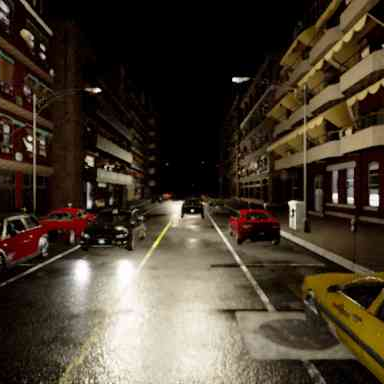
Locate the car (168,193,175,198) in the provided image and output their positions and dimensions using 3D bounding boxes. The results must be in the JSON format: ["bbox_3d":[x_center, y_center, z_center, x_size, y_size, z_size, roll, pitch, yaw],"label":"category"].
[{"bbox_3d":[-5.731,0.950,93.728,1.752,1.417,4.829,0,0,0],"label":"car"}]

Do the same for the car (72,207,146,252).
[{"bbox_3d":[-3.020,1.425,13.608,1.837,1.490,4.892,0,0,0],"label":"car"}]

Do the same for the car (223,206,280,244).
[{"bbox_3d":[2.685,1.454,14.993,1.887,1.381,4.507,0,0,0],"label":"car"}]

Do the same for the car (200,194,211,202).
[{"bbox_3d":[2.662,1.164,65.718,1.947,1.339,4.313,0,0,0],"label":"car"}]

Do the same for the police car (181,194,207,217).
[{"bbox_3d":[0.049,1.250,28.886,1.930,1.638,5.238,0,1,0],"label":"police car"}]

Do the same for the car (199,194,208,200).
[{"bbox_3d":[2.657,1.111,76.990,1.802,1.307,4.206,0,0,0],"label":"car"}]

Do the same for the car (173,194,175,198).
[{"bbox_3d":[-5.725,0.809,82.626,2.192,1.841,5.009,0,0,0],"label":"car"}]

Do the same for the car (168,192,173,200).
[{"bbox_3d":[-5.721,1.108,71.354,1.887,1.381,4.507,0,0,0],"label":"car"}]

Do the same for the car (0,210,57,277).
[{"bbox_3d":[-5.693,1.383,9.356,1.967,1.590,4.097,0,0,0],"label":"car"}]

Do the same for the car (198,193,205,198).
[{"bbox_3d":[2.650,1.006,93.899,1.802,1.307,4.206,0,0,0],"label":"car"}]

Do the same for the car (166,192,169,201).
[{"bbox_3d":[-5.716,1.184,60.082,2.008,1.369,4.403,0,0,0],"label":"car"}]

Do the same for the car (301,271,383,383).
[{"bbox_3d":[2.690,1.501,3.891,1.752,1.417,4.829,0,0,0],"label":"car"}]

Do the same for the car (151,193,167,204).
[{"bbox_3d":[-5.713,1.219,54.445,2.008,1.369,4.403,0,0,0],"label":"car"}]

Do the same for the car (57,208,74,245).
[{"bbox_3d":[-5.695,1.453,14.994,1.887,1.381,4.507,0,0,0],"label":"car"}]

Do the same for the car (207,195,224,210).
[{"bbox_3d":[2.675,1.323,37.537,2.008,1.369,4.403,0,0,0],"label":"car"}]
